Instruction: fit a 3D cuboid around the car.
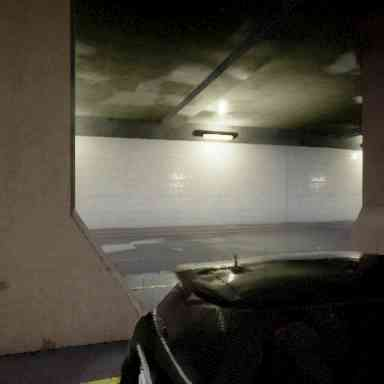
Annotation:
[{"bbox_3d":[1.693,1.352,2.935,4.553,1.767,2.097,0,0,-17],"label":"car"}]
